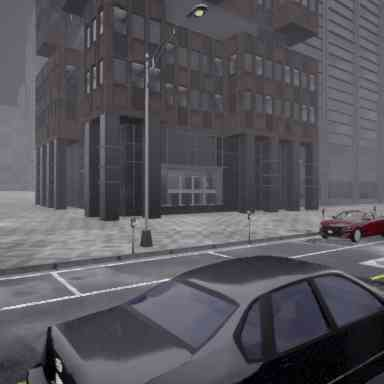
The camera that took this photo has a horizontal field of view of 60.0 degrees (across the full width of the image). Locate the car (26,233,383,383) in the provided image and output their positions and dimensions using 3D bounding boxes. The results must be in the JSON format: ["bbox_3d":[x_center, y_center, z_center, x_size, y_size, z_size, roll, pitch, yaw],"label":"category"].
[{"bbox_3d":[1.025,1.547,4.042,5.357,1.411,2.033,0,0,-35],"label":"car"}]

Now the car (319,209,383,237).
[{"bbox_3d":[8.040,1.546,16.247,4.507,1.381,1.887,0,0,-35],"label":"car"}]
